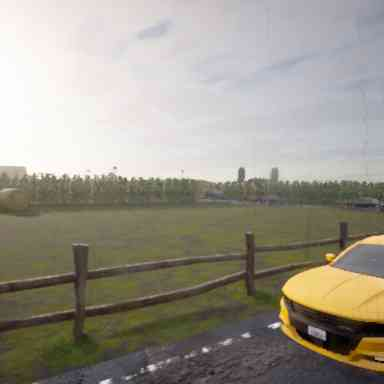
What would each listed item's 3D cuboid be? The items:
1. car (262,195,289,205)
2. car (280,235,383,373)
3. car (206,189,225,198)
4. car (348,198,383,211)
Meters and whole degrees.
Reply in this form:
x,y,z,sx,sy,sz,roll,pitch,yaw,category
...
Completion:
x,y,z,sx,sy,sz,roll,pitch,yaw,category
13.259,1.253,53.399,2.128,1.511,4.902,-1,1,-34,car
3.604,1.512,5.637,5.008,1.535,1.882,0,0,-35,car
4.355,0.484,66.503,2.150,2.045,5.566,-1,1,-34,car
21.799,1.479,40.938,1.837,1.490,4.892,-1,1,-34,car
